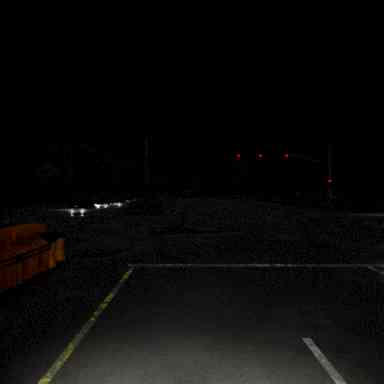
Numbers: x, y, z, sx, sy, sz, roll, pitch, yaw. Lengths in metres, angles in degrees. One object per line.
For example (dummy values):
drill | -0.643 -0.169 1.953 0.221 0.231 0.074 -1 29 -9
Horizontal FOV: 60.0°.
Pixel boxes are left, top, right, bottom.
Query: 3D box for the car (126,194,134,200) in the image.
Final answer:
car | -15.553 1.154 83.743 1.837 1.490 4.892 0 0 -10

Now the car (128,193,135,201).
car | -14.133 1.054 73.601 2.097 1.767 4.553 0 0 -3

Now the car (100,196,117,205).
car | -14.079 1.350 53.719 1.994 1.385 4.181 0 0 0

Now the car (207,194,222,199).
car | 6.905 1.145 94.739 2.033 1.411 5.357 0 0 -18

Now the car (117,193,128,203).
car | -14.033 1.345 63.332 1.895 1.301 4.718 0 0 1

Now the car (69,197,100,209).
car | -14.091 1.381 43.105 2.033 1.411 5.357 0 0 0

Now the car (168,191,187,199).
car | -4.265 0.822 95.294 2.150 2.045 5.566 0 0 -22
